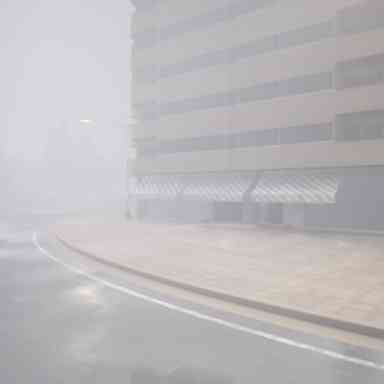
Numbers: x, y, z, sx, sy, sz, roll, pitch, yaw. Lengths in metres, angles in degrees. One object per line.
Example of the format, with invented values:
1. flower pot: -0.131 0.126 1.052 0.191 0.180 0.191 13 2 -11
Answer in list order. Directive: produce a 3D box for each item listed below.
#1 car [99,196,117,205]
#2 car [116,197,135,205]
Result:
1. car: -13.913 1.506 57.393 1.812 1.442 4.674 0 0 35
2. car: -10.092 1.589 56.805 1.895 1.301 4.718 0 0 35
